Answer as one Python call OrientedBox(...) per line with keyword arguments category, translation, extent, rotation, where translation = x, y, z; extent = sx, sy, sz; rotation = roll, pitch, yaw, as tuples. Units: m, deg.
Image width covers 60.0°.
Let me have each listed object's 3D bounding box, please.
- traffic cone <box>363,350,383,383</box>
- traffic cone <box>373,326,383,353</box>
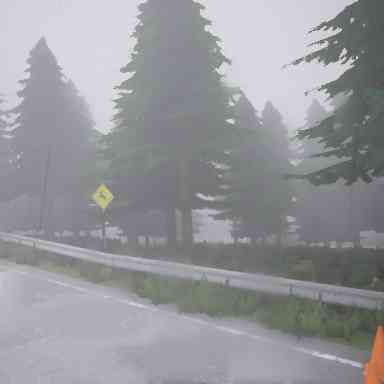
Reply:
OrientedBox(category="traffic cone", translation=(1.784, 1.956, 3.273), extent=(0.340, 0.580, 0.340), rotation=(0, 0, 33))
OrientedBox(category="traffic cone", translation=(2.328, 1.956, 4.109), extent=(0.340, 0.580, 0.340), rotation=(0, 0, 34))
